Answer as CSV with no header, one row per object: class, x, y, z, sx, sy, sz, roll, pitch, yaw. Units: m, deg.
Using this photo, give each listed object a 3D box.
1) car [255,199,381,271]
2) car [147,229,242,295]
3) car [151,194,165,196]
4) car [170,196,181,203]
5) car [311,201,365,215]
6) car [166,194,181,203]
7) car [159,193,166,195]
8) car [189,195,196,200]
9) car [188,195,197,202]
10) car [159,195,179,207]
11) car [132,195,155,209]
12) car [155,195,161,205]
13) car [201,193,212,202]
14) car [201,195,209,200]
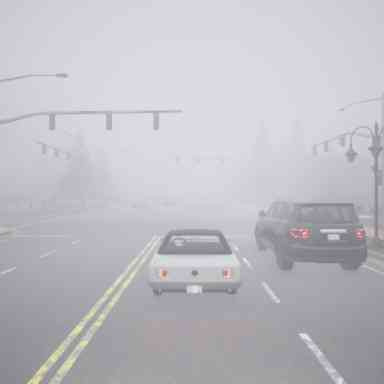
car,3.593,1.233,11.072,2.150,2.045,5.566,0,0,0
car,0.075,1.610,8.699,1.895,1.301,4.718,0,0,1
car,-6.934,1.630,67.186,1.994,1.385,4.181,0,0,1
car,-3.414,1.595,70.732,2.128,1.511,4.902,0,0,0
car,14.975,1.635,34.257,4.718,1.301,1.895,0,0,0
car,-3.507,1.565,60.535,1.837,1.490,4.892,0,0,-1
car,-6.905,1.302,77.679,2.150,2.045,5.566,0,0,0
car,0.110,1.468,89.806,1.812,1.442,4.674,0,0,0
car,0.097,1.593,79.498,1.812,1.442,4.674,0,0,0
car,-3.523,1.615,51.818,1.994,1.385,4.181,0,0,0
car,-7.081,1.594,47.139,2.033,1.411,5.357,0,0,2
car,-7.013,1.604,57.210,2.033,1.411,5.357,0,0,0
car,3.597,1.294,79.150,2.150,2.045,5.566,0,0,0
car,3.610,1.497,89.802,1.994,1.385,4.181,0,0,0
